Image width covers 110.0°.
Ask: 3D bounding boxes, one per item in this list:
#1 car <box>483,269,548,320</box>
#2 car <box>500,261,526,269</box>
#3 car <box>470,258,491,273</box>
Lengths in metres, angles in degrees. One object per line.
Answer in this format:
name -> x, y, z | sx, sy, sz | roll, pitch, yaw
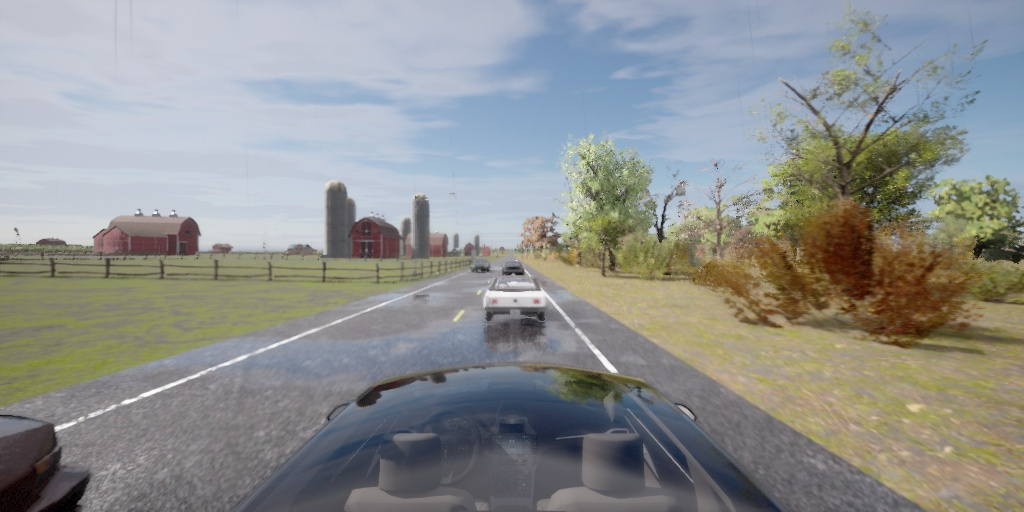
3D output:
car -> 0.100, 1.325, 12.535 | 1.895, 1.301, 4.718 | 0, 0, 0
car -> 0.093, 1.192, 30.486 | 1.837, 1.490, 4.892 | 0, 0, 0
car -> -3.591, 1.014, 41.850 | 2.097, 1.767, 4.553 | 0, 0, 0
